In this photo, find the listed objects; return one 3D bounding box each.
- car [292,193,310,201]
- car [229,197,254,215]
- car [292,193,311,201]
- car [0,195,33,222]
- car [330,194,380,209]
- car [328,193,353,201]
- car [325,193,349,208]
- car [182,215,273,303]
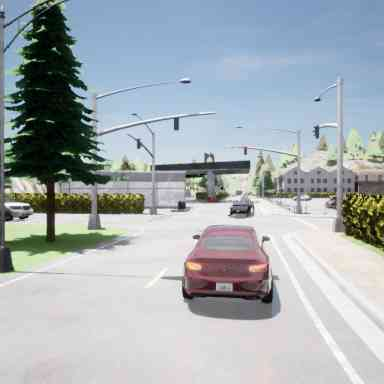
[{"bbox_3d":[24.846,1.361,75.825,3.806,1.475,1.970,0,0,9],"label":"car"},{"bbox_3d":[4.740,1.491,31.485,2.128,1.511,4.902,0,0,17],"label":"car"},{"bbox_3d":[25.973,1.077,79.012,3.866,1.878,1.905,0,0,9],"label":"car"},{"bbox_3d":[-15.411,1.224,26.047,5.566,2.045,2.150,0,0,9],"label":"car"},{"bbox_3d":[19.053,1.340,38.882,4.514,1.523,2.007,0,0,9],"label":"car"},{"bbox_3d":[33.225,1.097,74.526,4.605,1.855,1.932,0,0,9],"label":"car"},{"bbox_3d":[19.495,1.330,41.988,5.027,1.636,2.152,0,0,9],"label":"car"},{"bbox_3d":[0.932,1.526,8.188,1.812,1.442,4.674,0,0,9],"label":"car"}]
